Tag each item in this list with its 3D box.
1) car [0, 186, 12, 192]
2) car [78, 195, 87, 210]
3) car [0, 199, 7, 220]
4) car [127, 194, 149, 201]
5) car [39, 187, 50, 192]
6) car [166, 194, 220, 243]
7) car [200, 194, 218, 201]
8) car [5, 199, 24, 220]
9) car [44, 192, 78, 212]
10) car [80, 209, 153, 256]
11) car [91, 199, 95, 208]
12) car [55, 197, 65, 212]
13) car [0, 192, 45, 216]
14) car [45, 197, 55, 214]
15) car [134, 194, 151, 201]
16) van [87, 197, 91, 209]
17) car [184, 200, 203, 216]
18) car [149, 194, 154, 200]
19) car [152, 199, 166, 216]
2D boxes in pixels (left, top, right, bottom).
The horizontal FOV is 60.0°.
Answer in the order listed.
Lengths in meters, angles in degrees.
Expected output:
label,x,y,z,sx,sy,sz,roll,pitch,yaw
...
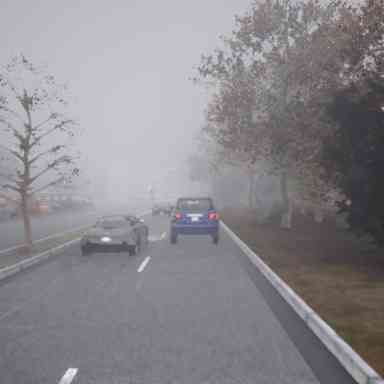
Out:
label,x,y,z,sx,sy,sz,roll,pitch,yaw
car,-43.170,-0.695,77.331,2.231,1.521,4.892,6,-3,-19
car,-16.701,1.403,42.514,5.566,2.045,2.435,-1,-1,-20
car,-16.794,1.547,24.475,4.892,1.521,2.231,-1,-1,-20
car,-14.414,1.695,86.333,4.792,1.488,2.163,-1,0,-15
car,-34.132,-0.130,77.275,2.435,2.045,5.566,6,-3,-19
car,0.107,1.235,16.307,2.150,2.045,5.566,0,-1,0
car,4.699,1.503,91.892,4.553,1.767,2.185,1,0,-14
car,-16.808,1.591,27.459,4.792,1.488,2.163,-1,0,-20
car,-16.774,1.385,39.478,5.566,2.045,2.435,-1,0,-20
car,-2.893,1.572,13.213,1.994,1.385,4.181,0,0,0
car,-16.608,1.567,48.527,4.553,1.767,2.185,-1,0,-19
car,-16.755,1.657,36.480,4.674,1.452,2.002,-1,0,-20
car,-16.807,1.329,30.464,5.566,2.045,2.435,-1,0,-20
car,-16.946,1.597,33.413,5.366,1.575,1.946,-1,0,-20
car,-13.674,1.560,92.277,4.553,1.767,2.185,-1,-1,-14
van,-16.584,1.447,45.550,4.442,1.987,1.878,-1,-1,-19
car,0.132,1.618,34.706,1.837,1.490,4.892,0,0,0
car,-13.768,1.666,89.325,5.366,1.575,1.946,-1,-1,-15
car,-2.881,1.708,33.651,1.895,1.301,4.718,0,0,0
